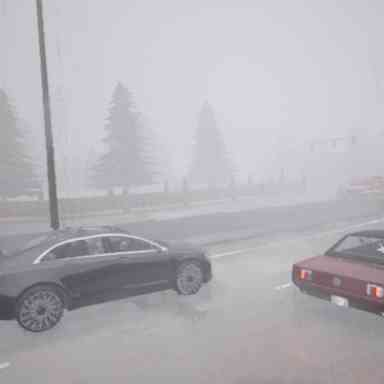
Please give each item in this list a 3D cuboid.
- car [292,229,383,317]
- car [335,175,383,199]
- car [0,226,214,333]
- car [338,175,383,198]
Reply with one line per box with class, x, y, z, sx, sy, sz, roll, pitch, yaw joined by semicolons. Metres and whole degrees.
car;4.245;1.433;6.776;4.718;1.301;1.895;-3;2;-35
car;16.796;-0.554;32.991;5.566;2.045;2.150;-4;3;-35
car;-1.770;1.456;6.783;4.902;1.511;2.128;-1;1;-35
car;14.234;-0.173;26.960;5.566;2.045;2.150;-5;3;-35
